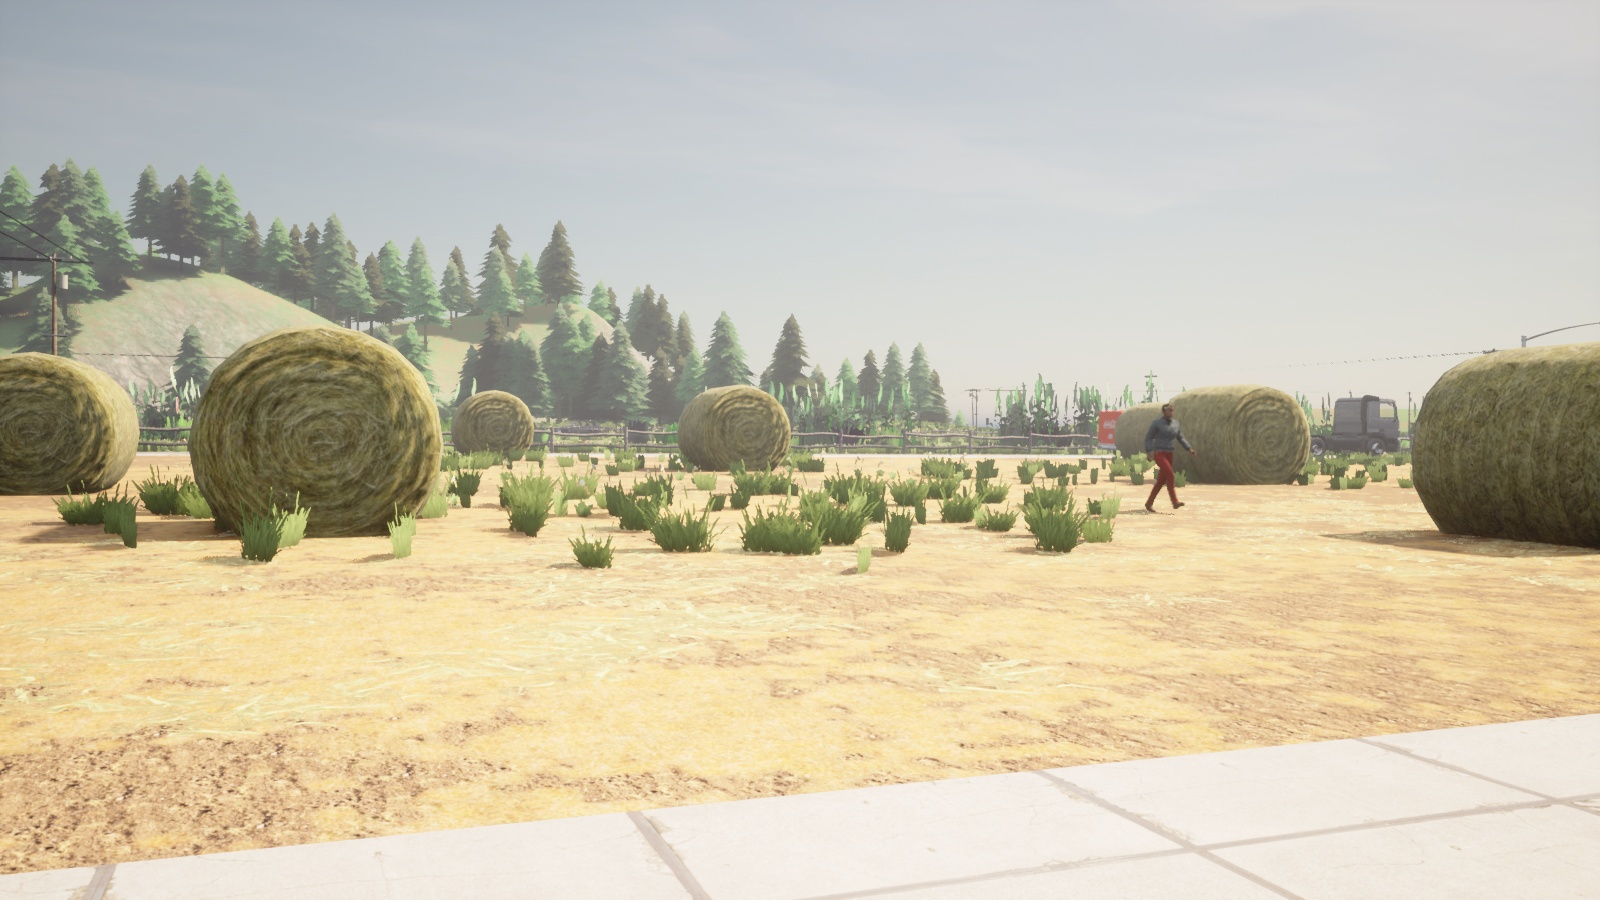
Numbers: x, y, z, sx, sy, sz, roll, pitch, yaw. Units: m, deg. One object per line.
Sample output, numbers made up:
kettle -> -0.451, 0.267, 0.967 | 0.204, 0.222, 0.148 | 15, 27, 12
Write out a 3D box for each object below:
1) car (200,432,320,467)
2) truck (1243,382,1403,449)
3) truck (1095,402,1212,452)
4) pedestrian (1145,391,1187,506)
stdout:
car -> -23.768, -0.026, 55.474 | 4.674, 1.442, 1.812 | -1, 1, -17
truck -> 28.183, -1.856, 67.654 | 7.936, 3.462, 2.891 | -1, 1, -17
truck -> 18.163, -1.188, 64.598 | 5.204, 2.467, 2.627 | -1, 1, -17
pedestrian -> 5.994, -0.026, 20.565 | 0.353, 1.847, 0.614 | -1, 1, -21
